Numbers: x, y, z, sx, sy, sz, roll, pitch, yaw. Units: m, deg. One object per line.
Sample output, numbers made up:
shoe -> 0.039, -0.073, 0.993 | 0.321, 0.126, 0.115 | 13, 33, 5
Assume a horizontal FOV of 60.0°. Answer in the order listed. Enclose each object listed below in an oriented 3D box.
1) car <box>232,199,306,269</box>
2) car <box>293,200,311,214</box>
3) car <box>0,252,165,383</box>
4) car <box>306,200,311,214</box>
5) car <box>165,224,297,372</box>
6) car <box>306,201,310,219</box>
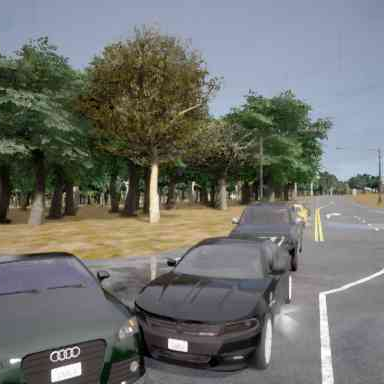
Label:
car -> 2.867, 1.458, 12.379 | 2.150, 2.045, 5.566 | -2, 0, 21
car -> 13.340, 1.742, 40.121 | 1.812, 1.442, 4.674 | -1, 0, 21
car -> -2.303, 1.642, 4.944 | 1.994, 1.385, 4.181 | 1, -2, -33
car -> 9.311, 1.720, 29.538 | 1.812, 1.442, 4.674 | -1, 0, 21
car -> 0.743, 1.612, 6.240 | 1.882, 1.535, 5.008 | -1, -2, 21
car -> 7.249, 1.661, 24.035 | 1.882, 1.535, 5.008 | -1, 0, 21
